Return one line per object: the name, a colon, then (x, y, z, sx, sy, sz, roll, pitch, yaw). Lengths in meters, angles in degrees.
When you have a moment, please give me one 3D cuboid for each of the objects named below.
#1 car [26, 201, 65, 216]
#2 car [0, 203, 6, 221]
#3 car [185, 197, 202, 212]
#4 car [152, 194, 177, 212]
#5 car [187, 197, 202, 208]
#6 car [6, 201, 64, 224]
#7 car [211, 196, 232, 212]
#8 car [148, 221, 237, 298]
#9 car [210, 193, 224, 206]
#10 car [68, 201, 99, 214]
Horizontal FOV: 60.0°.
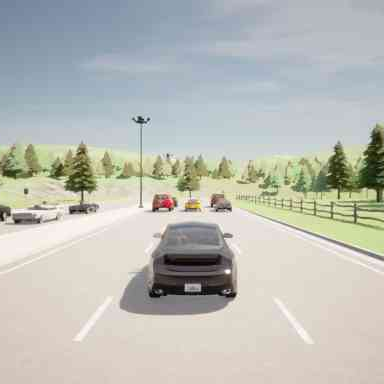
car: (-14.912, 1.601, 34.099, 1.895, 1.301, 4.718, 0, 0, 0)
car: (-15.012, 1.491, 23.956, 2.128, 1.511, 4.902, 0, 0, 0)
car: (0.139, 1.478, 39.528, 1.882, 1.535, 5.008, 0, 0, 1)
car: (-3.365, 1.221, 39.154, 2.150, 2.045, 5.566, 0, 0, 1)
car: (0.383, 1.491, 49.798, 2.128, 1.511, 4.902, 0, 0, 2)
car: (-11.515, 1.601, 25.053, 1.895, 1.301, 4.718, 0, 0, 1)
car: (3.635, 1.547, 39.103, 2.033, 1.411, 5.357, 0, 0, 1)
car: (0.021, 1.504, 8.509, 1.837, 1.490, 4.892, 0, 0, 0)
car: (3.883, 1.221, 49.727, 2.150, 2.045, 5.566, 0, 0, 2)
car: (-11.409, 1.601, 35.246, 1.895, 1.301, 4.718, 0, 0, 0)
